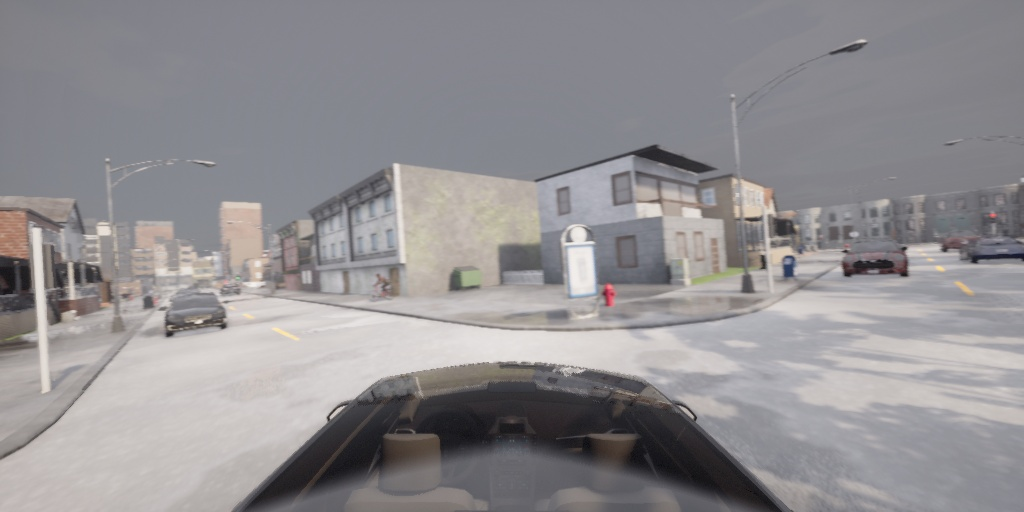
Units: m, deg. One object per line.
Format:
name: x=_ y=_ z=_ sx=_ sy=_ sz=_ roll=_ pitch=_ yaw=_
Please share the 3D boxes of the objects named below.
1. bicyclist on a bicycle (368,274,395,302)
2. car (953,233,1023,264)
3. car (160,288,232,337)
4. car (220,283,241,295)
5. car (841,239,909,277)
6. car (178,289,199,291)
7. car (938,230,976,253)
bicyclist on a bicycle: x=-7.609 y=1.838 z=20.896 sx=1.656 sy=1.620 sz=0.582 roll=-2 pitch=-2 yaw=-43
car: x=25.804 y=-0.389 z=19.267 sx=4.181 sy=1.385 sz=1.994 roll=-3 pitch=-1 yaw=-44
car: x=-13.403 y=2.361 z=15.211 sx=1.837 sy=1.490 sz=4.892 roll=-4 pitch=-1 yaw=-43
car: x=-36.231 y=4.313 z=46.104 sx=2.128 sy=1.511 sz=4.902 roll=-4 pitch=-1 yaw=-43
car: x=17.235 y=0.000 z=17.058 sx=4.553 sy=1.767 sz=2.097 roll=-4 pitch=-1 yaw=-43
car: x=-19.625 y=2.901 z=21.954 sx=1.812 sy=1.442 sz=4.674 roll=-4 pitch=-1 yaw=-43
car: x=36.230 y=-1.262 z=28.997 sx=4.553 sy=1.767 sz=2.097 roll=-4 pitch=-1 yaw=-43
